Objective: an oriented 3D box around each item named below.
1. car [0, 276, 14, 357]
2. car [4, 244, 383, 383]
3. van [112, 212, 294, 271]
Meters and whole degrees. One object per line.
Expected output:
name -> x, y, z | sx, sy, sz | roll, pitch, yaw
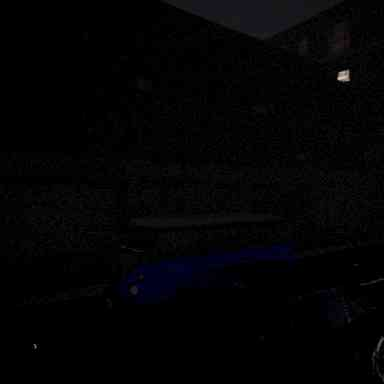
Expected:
car -> -4.264, 1.564, 3.519 | 4.313, 1.339, 1.947 | 0, 0, -36
car -> 0.661, 1.604, 3.851 | 4.718, 1.301, 1.895 | 0, 0, -36
van -> 0.334, 1.346, 6.800 | 3.998, 1.788, 1.690 | 0, 0, -36
